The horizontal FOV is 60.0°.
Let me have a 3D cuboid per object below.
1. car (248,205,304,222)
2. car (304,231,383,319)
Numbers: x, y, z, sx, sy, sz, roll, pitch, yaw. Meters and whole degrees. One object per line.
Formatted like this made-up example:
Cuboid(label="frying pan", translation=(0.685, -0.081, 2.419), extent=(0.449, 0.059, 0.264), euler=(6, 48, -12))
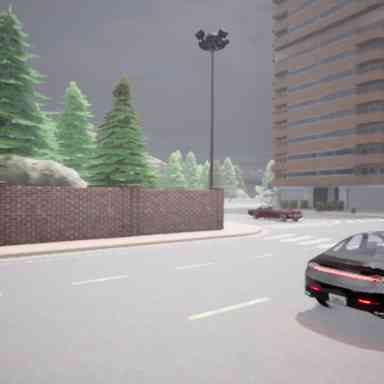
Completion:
Cuboid(label="car", translation=(7.041, 1.768, 28.318), extent=(1.895, 1.301, 4.718), euler=(1, 0, -35))
Cuboid(label="car", translation=(4.357, 1.566, 6.852), extent=(4.902, 1.511, 2.128), euler=(1, 0, -36))
